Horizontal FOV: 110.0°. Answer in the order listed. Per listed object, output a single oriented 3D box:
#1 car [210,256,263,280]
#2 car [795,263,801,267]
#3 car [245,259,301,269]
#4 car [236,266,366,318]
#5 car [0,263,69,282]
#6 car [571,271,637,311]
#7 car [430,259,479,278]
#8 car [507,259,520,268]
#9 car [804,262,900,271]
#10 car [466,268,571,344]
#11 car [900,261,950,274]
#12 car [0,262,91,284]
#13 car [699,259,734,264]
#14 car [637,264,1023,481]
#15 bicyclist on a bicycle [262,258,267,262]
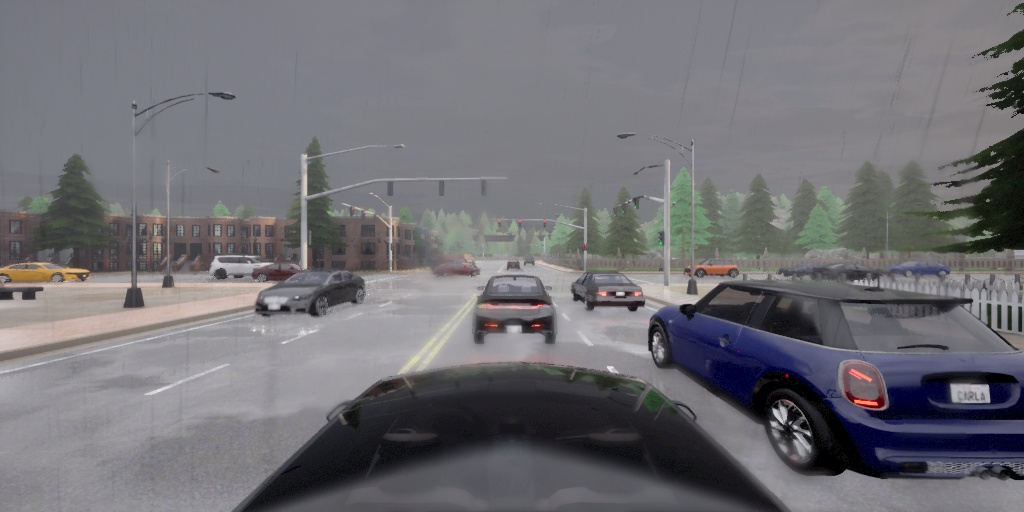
[{"bbox_3d":[-22.523,0.973,30.658,5.566,2.045,2.150,0,0,-1],"label":"car"},{"bbox_3d":[28.285,1.297,33.921,5.357,1.411,2.033,0,0,1],"label":"car"},{"bbox_3d":[-16.837,1.228,27.190,5.008,1.535,1.882,0,0,0],"label":"car"},{"bbox_3d":[-7.035,1.241,13.094,2.128,1.511,4.902,0,0,0],"label":"car"},{"bbox_3d":[-39.268,1.314,28.801,4.181,1.385,1.994,0,0,-17],"label":"car"},{"bbox_3d":[3.604,1.297,14.361,2.033,1.411,5.357,0,0,0],"label":"car"},{"bbox_3d":[-5.306,1.276,33.639,4.674,1.442,1.812,0,1,-32],"label":"car"},{"bbox_3d":[0.207,1.227,55.759,1.882,1.535,5.008,0,0,0],"label":"car"},{"bbox_3d":[25.234,1.227,26.733,5.008,1.535,1.882,0,0,0],"label":"car"},{"bbox_3d":[0.075,1.242,9.533,2.128,1.511,4.902,0,0,1],"label":"car"},{"bbox_3d":[38.162,1.228,33.890,5.008,1.535,1.882,0,0,0],"label":"car"},{"bbox_3d":[-34.463,1.228,26.357,5.008,1.535,1.882,0,0,-11],"label":"car"},{"bbox_3d":[18.760,1.102,33.950,4.553,1.767,2.097,0,0,0],"label":"car"},{"bbox_3d":[3.607,1.102,4.943,2.097,1.767,4.553,0,0,0],"label":"car"},{"bbox_3d":[-28.753,1.053,41.650,0.582,1.620,1.656,0,0,-1],"label":"bicyclist on a bicycle"}]
